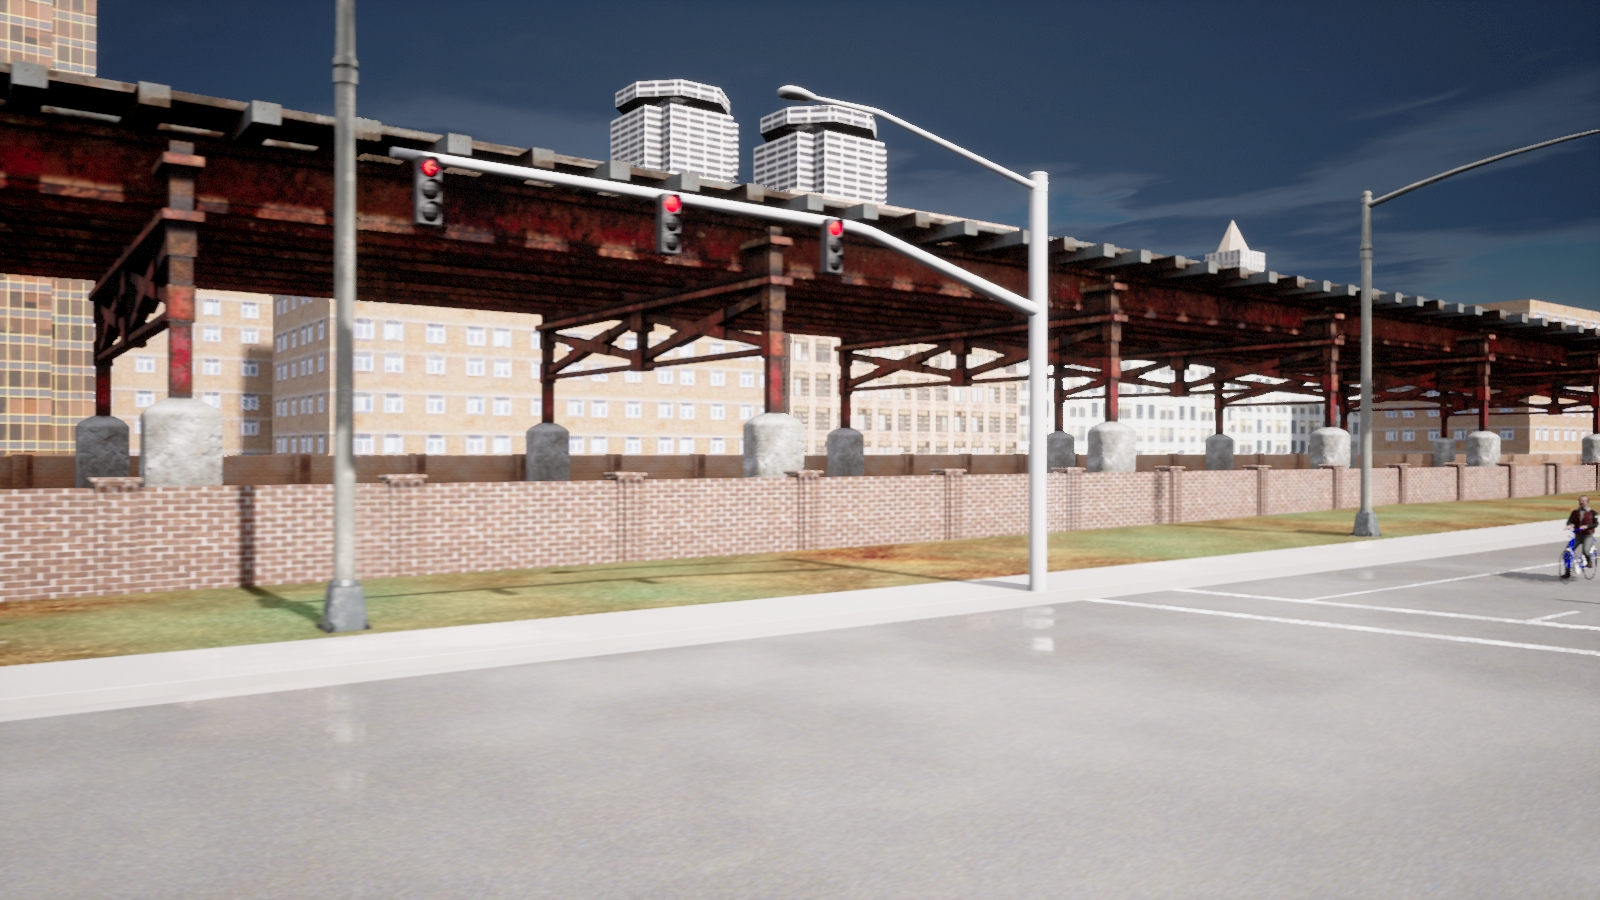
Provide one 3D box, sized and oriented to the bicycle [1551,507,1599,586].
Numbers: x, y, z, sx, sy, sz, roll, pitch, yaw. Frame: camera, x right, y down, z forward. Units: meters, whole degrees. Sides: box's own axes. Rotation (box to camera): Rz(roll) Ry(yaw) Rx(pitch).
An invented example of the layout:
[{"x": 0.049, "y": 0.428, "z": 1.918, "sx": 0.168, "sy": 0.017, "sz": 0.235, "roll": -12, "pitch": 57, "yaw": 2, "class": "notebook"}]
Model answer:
[{"x": 16.059, "y": 1.969, "z": 23.553, "sx": 1.835, "sy": 1.496, "sz": 0.329, "roll": 0, "pitch": 0, "yaw": -35, "class": "bicycle"}]
